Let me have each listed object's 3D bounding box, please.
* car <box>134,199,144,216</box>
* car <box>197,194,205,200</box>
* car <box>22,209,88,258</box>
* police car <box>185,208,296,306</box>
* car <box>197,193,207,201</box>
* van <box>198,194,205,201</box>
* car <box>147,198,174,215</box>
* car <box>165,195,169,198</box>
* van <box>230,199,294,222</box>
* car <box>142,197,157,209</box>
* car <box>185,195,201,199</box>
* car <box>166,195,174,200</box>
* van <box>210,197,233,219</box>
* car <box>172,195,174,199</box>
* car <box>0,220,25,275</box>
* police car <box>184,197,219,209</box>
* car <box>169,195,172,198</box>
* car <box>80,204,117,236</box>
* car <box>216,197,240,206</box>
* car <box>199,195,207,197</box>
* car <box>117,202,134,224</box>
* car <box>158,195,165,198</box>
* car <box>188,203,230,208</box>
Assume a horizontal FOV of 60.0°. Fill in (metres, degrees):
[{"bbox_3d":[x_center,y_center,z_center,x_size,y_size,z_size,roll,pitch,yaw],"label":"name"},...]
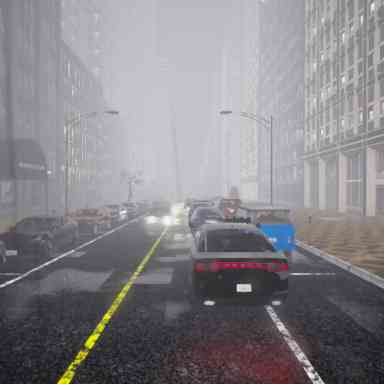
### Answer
[{"bbox_3d":[-5.788,1.575,29.801,1.802,1.307,4.206,-1,0,0],"label":"car"},{"bbox_3d":[2.400,1.414,92.346,1.967,1.590,4.097,-1,0,0],"label":"car"},{"bbox_3d":[-5.736,1.563,12.750,1.947,1.339,4.313,-1,0,0],"label":"car"},{"bbox_3d":[0.875,1.423,8.226,1.930,1.638,5.238,0,0,0],"label":"police car"},{"bbox_3d":[2.433,1.293,80.979,2.192,1.841,5.009,-1,0,0],"label":"car"},{"bbox_3d":[2.416,1.317,86.663,1.690,1.788,3.998,-1,0,0],"label":"van"},{"bbox_3d":[-3.100,1.593,33.781,1.895,1.301,4.718,0,0,0],"label":"car"},{"bbox_3d":[-5.893,1.566,63.902,1.802,1.307,4.206,-1,0,0],"label":"car"},{"bbox_3d":[2.642,1.338,12.775,1.690,1.788,3.998,-1,0,0],"label":"van"},{"bbox_3d":[-5.823,1.541,41.168,2.008,1.369,4.403,-1,0,0],"label":"car"},{"bbox_3d":[-0.126,1.537,45.240,2.033,1.411,5.357,0,0,0],"label":"car"},{"bbox_3d":[-5.980,1.540,92.321,1.947,1.339,4.313,-1,0,0],"label":"car"},{"bbox_3d":[2.590,1.334,29.826,1.690,1.788,3.998,-1,0,0],"label":"van"},{"bbox_3d":[-5.944,1.504,80.784,1.752,1.417,4.829,-1,0,0],"label":"car"},{"bbox_3d":[-5.719,1.549,7.066,2.008,1.369,4.403,-1,0,0],"label":"car"},{"bbox_3d":[0.693,1.419,24.250,1.930,1.638,5.238,0,0,1],"label":"police car"},{"bbox_3d":[-5.911,1.422,69.586,1.967,1.590,4.097,-1,0,0],"label":"car"},{"bbox_3d":[-5.754,1.540,18.433,1.887,1.381,4.507,-1,0,0],"label":"car"},{"bbox_3d":[2.607,1.309,24.143,2.192,1.841,5.009,-1,0,0],"label":"car"},{"bbox_3d":[2.523,1.538,52.560,2.008,1.369,4.403,-1,0,0],"label":"car"},{"bbox_3d":[-5.772,1.545,24.117,2.008,1.369,4.403,-1,0,0],"label":"car"},{"bbox_3d":[-5.858,1.538,52.535,2.008,1.369,4.403,-1,0,0],"label":"car"},{"bbox_3d":[0.845,1.522,18.117,1.812,1.442,4.674,0,0,0],"label":"car"}]
